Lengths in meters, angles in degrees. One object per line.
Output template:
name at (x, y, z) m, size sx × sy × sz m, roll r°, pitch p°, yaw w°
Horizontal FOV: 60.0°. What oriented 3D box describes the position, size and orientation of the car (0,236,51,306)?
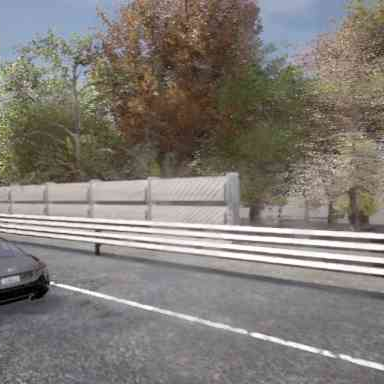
car at (-5.081, 1.675, 7.491) m, size 4.181 × 1.385 × 1.994 m, roll -1°, pitch -1°, yaw 35°
